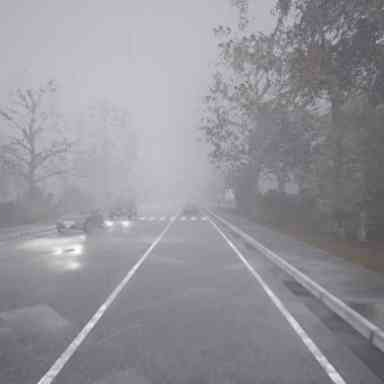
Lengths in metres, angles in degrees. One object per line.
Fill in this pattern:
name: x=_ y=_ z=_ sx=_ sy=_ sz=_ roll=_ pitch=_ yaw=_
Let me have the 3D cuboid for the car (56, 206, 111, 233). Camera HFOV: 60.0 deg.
car: x=-7.055 y=1.727 z=21.419 sx=2.128 sy=1.511 sz=4.902 roll=0 pitch=-1 yaw=0

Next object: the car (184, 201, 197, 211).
car: x=-0.301 y=2.288 z=54.192 sx=2.033 sy=1.411 sz=5.357 roll=0 pitch=0 yaw=-1

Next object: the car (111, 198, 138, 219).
car: x=-7.058 y=1.688 z=34.703 sx=2.150 sy=2.045 sz=5.566 roll=0 pitch=-1 yaw=0

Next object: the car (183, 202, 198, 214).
car: x=-0.159 y=2.200 z=44.319 sx=1.994 sy=1.385 sz=4.181 roll=0 pitch=-1 yaw=-1
